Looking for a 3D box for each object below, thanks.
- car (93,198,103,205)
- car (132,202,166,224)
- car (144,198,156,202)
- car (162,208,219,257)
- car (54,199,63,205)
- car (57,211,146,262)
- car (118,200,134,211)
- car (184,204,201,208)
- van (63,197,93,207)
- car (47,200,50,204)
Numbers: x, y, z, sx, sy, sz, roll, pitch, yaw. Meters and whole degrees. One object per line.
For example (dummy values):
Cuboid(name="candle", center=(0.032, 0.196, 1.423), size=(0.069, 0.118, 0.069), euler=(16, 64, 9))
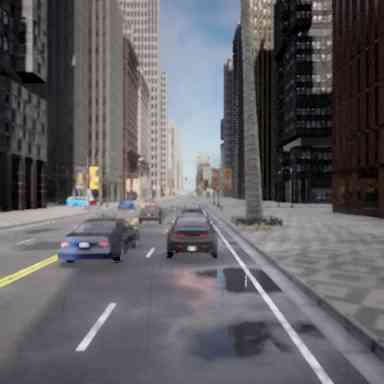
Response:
Cuboid(name="car", center=(-20.645, 1.945, 69.046), size=(4.097, 1.590, 1.967), euler=(1, -1, 0))
Cuboid(name="car", center=(-3.237, 1.810, 27.530), size=(2.033, 1.411, 5.357), euler=(0, -1, 0))
Cuboid(name="car", center=(-6.514, 1.847, 50.642), size=(2.097, 1.767, 4.553), euler=(0, 0, 0))
Cuboid(name="car", center=(0.023, 1.635, 13.511), size=(1.837, 1.490, 4.892), euler=(0, 0, 1))
Cuboid(name="car", center=(-26.269, 2.021, 69.063), size=(4.313, 1.339, 1.947), euler=(1, -1, 0))
Cuboid(name="car", center=(-3.239, 1.666, 12.532), size=(2.033, 1.411, 5.357), euler=(0, -1, 0))
Cuboid(name="car", center=(-9.773, 1.965, 49.838), size=(1.882, 1.535, 5.008), euler=(0, -1, 1))
Cuboid(name="car", center=(0.025, 1.779, 28.516), size=(1.837, 1.490, 4.892), euler=(0, 0, 1))
Cuboid(name="van", center=(-20.672, 1.825, 60.521), size=(3.998, 1.788, 1.690), euler=(1, -1, 0))
Cuboid(name="car", center=(-31.895, 1.956, 69.083), size=(4.403, 1.369, 2.008), euler=(1, -1, 0))
